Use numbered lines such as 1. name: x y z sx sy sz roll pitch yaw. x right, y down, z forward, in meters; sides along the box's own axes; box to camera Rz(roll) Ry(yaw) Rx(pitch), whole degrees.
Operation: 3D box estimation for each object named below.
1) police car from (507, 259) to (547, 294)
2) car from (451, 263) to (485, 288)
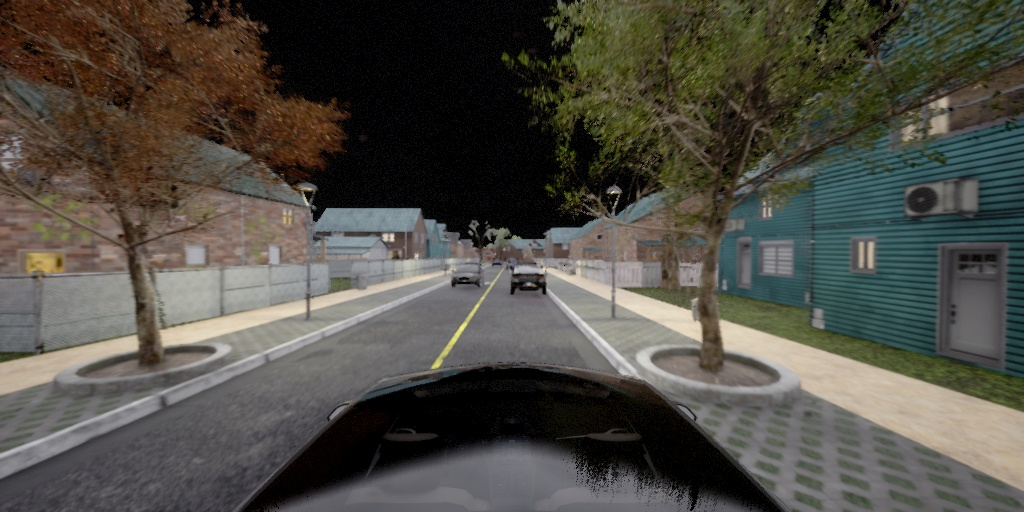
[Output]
1. police car: 0.828 1.157 20.015 1.930 1.638 5.238 0 0 0
2. car: -2.843 1.237 23.775 1.837 1.490 4.892 0 0 0
